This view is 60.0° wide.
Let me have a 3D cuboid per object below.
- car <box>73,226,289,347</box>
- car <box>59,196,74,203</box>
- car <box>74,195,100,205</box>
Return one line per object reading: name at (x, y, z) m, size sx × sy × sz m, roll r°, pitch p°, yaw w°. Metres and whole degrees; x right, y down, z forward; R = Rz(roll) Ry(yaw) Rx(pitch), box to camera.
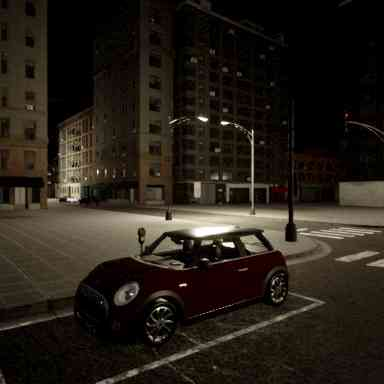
car at (-0.052, 1.440, 6.265) m, size 4.097 × 1.590 × 1.967 m, roll 0°, pitch 0°, yaw -38°
car at (-22.165, 1.274, 59.248) m, size 1.895 × 1.301 × 4.718 m, roll 0°, pitch 0°, yaw -39°
car at (-15.842, 1.220, 51.149) m, size 2.128 × 1.511 × 4.902 m, roll 0°, pitch 0°, yaw -38°
